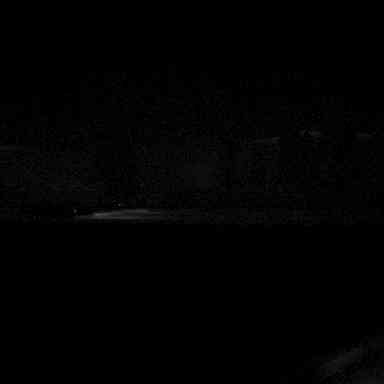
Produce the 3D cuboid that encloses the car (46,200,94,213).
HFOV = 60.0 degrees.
[{"bbox_3d":[-13.415,1.561,36.684,4.718,1.301,1.895,0,0,7],"label":"car"}]

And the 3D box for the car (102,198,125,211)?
[{"bbox_3d":[-10.384,1.482,39.845,4.674,1.442,1.812,0,0,7],"label":"car"}]

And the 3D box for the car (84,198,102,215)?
[{"bbox_3d":[-11.593,1.528,32.933,4.181,1.385,1.994,0,0,7],"label":"car"}]

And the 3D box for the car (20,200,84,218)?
[{"bbox_3d":[-12.669,1.459,29.539,4.902,1.511,2.128,0,0,7],"label":"car"}]
